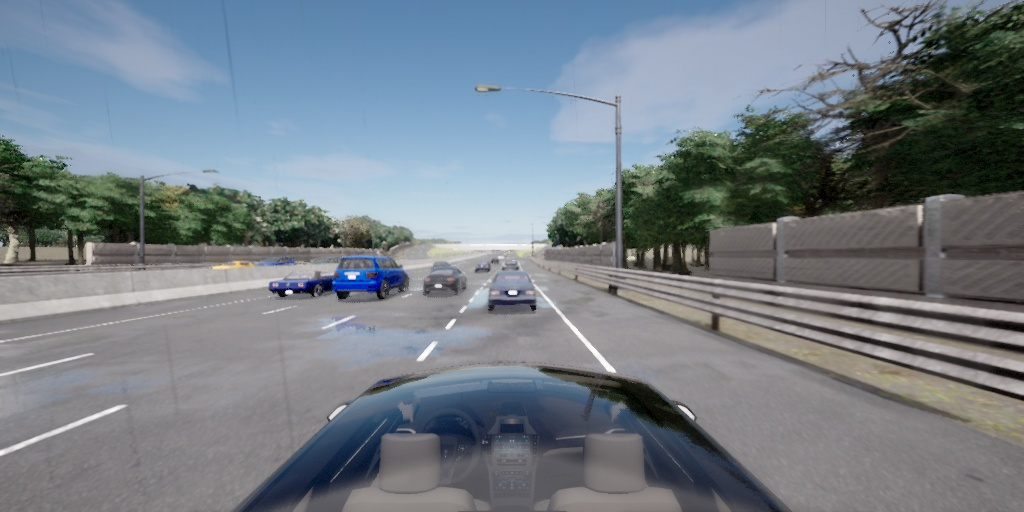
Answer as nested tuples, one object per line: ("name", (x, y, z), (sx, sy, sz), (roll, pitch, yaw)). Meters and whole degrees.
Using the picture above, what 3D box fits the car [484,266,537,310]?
("car", (0.003, 1.309, 14.846), (2.033, 1.411, 5.357), (0, 0, -1))

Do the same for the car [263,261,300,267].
("car", (-24.812, 1.490, 39.852), (1.895, 1.301, 4.718), (0, 0, 0))

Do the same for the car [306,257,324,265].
("car", (-21.315, 1.092, 41.050), (2.150, 2.045, 5.566), (0, 0, 0))

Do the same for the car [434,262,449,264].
("car", (-7.112, 1.310, 36.797), (1.837, 1.490, 4.892), (0, 0, 0))

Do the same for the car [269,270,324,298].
("car", (-10.525, 1.414, 19.113), (1.895, 1.301, 4.718), (0, 0, 0))

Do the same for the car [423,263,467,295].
("car", (-3.630, 1.307, 19.888), (1.812, 1.442, 4.674), (0, 0, 0))

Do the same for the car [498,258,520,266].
("car", (-0.124, 1.266, 40.664), (2.128, 1.511, 4.902), (0, 0, 0))

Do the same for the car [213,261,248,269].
("car", (-31.808, 1.400, 41.284), (1.882, 1.535, 5.008), (0, 0, 0))

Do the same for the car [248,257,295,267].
("car", (-28.313, 1.128, 43.038), (2.150, 2.045, 5.566), (0, 0, 0))

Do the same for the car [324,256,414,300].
("car", (-7.021, 1.018, 18.370), (2.150, 2.045, 5.566), (0, 0, 0))

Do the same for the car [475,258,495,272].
("car", (-3.736, 1.342, 47.183), (2.033, 1.411, 5.357), (0, 0, 0))
